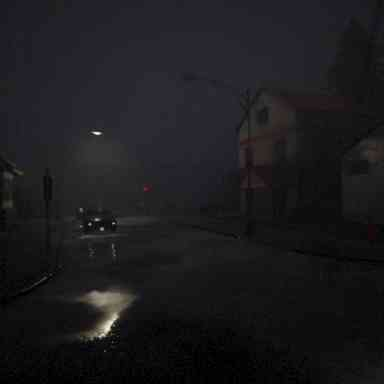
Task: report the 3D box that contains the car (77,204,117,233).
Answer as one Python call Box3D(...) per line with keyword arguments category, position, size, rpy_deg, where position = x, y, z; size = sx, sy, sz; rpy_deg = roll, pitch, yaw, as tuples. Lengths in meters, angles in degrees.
Box3D(category="car", position=(-6.028, 1.728, 21.346), size=(2.033, 1.411, 5.357), rpy_deg=(-1, 0, -20))

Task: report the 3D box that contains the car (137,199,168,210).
Box3D(category="car", position=(-5.591, 1.783, 49.357), size=(5.008, 1.535, 1.882), rpy_deg=(0, -1, -31))

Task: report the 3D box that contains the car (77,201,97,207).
Box3D(category="car", position=(-9.568, 1.622, 30.923), size=(2.097, 1.767, 4.553), rpy_deg=(-1, 0, -20))
